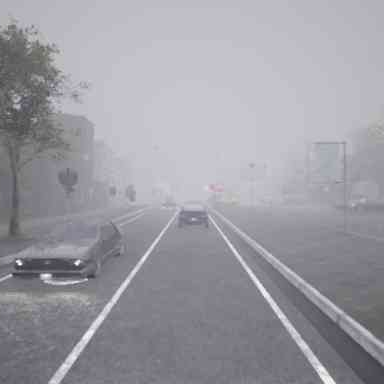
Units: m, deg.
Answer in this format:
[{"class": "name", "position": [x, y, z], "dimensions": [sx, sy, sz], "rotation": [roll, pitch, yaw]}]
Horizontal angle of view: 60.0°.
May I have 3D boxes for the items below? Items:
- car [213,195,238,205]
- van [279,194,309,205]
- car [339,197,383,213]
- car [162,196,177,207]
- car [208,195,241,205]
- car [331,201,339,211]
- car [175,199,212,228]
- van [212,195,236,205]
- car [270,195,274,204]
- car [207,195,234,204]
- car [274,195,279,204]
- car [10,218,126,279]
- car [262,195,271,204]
[{"class": "car", "position": [6.274, 1.541, 62.924], "dimensions": [4.553, 1.767, 2.185], "rotation": [0, -1, 0]}, {"class": "van", "position": [18.423, 1.384, 59.459], "dimensions": [4.442, 1.987, 1.878], "rotation": [0, -1, 0]}, {"class": "car", "position": [18.751, 1.336, 35.493], "dimensions": [4.553, 1.767, 2.185], "rotation": [0, 0, 0]}, {"class": "car", "position": [-3.343, 1.380, 51.056], "dimensions": [2.097, 1.767, 4.553], "rotation": [0, 0, 0]}, {"class": "car", "position": [6.082, 1.612, 60.003], "dimensions": [5.366, 1.575, 1.946], "rotation": [0, -1, 0]}, {"class": "car", "position": [18.680, 1.504, 38.663], "dimensions": [4.674, 1.452, 2.002], "rotation": [0, 0, 0]}, {"class": "car", "position": [0.086, 1.489, 22.448], "dimensions": [1.882, 1.535, 5.008], "rotation": [0, 0, 0]}, {"class": "van", "position": [6.334, 1.505, 65.963], "dimensions": [4.442, 1.987, 1.878], "rotation": [0, -1, 0]}, {"class": "car", "position": [18.681, 1.708, 64.912], "dimensions": [5.366, 1.575, 1.946], "rotation": [0, -1, 0]}, {"class": "car", "position": [6.189, 1.632, 72.153], "dimensions": [5.566, 2.045, 2.435], "rotation": [0, -1, -1]}, {"class": "car", "position": [18.702, 1.655, 62.252], "dimensions": [5.366, 1.575, 1.946], "rotation": [0, -1, 0]}, {"class": "car", "position": [-3.351, 1.552, 10.303], "dimensions": [2.033, 1.411, 5.357], "rotation": [0, 0, 0]}, {"class": "car", "position": [18.420, 1.593, 70.632], "dimensions": [5.566, 2.045, 2.435], "rotation": [0, -2, -1]}]
